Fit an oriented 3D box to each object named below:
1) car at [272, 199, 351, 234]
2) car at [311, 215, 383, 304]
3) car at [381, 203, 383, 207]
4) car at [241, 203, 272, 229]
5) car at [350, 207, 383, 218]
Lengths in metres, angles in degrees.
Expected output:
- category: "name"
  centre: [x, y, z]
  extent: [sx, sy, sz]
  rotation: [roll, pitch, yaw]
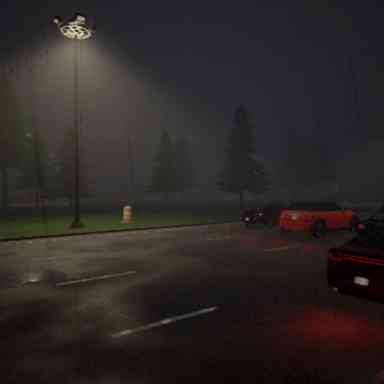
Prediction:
- category: "car"
  centre: [6.600, 1.218, 17.055]
  extent: [4.553, 1.767, 2.097]
  rotation: [-1, 0, -36]
- category: "car"
  centre: [5.018, 1.405, 7.328]
  extent: [5.008, 1.535, 1.882]
  rotation: [-1, 0, -35]
- category: "car"
  centre: [19.072, 1.271, 30.464]
  extent: [4.181, 1.385, 1.994]
  rotation: [-1, 0, -35]
- category: "car"
  centre: [5.092, 1.384, 20.623]
  extent: [4.674, 1.442, 1.812]
  rotation: [-1, 0, -35]
- category: "car"
  centre: [9.262, 1.460, 14.653]
  extent: [4.718, 1.301, 1.895]
  rotation: [-1, 0, -36]
